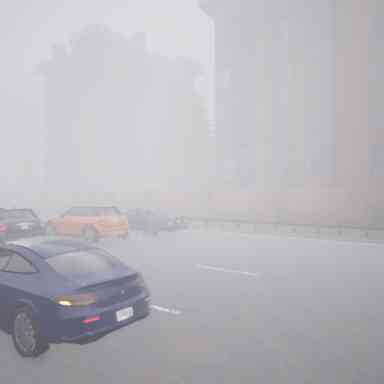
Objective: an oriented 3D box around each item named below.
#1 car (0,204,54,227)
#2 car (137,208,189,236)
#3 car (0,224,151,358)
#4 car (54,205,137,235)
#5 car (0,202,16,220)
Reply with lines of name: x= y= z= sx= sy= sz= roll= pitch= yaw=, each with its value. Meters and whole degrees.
car: x=-8.238 y=1.407 z=14.172 sx=4.553 sy=1.767 sz=2.097 roll=0 pitch=0 yaw=36
car: x=-2.719 y=1.596 z=18.831 sx=5.357 sy=1.411 sz=2.033 roll=0 pitch=0 yaw=36
car: x=-2.811 y=1.546 z=5.997 sx=4.674 sy=1.442 sz=1.812 roll=0 pitch=0 yaw=36
car: x=-5.211 y=1.403 z=16.313 sx=4.553 sy=1.767 sz=2.097 roll=0 pitch=0 yaw=36
car: x=-18.193 y=1.666 z=29.880 sx=5.357 sy=1.411 sz=2.033 roll=0 pitch=0 yaw=36
